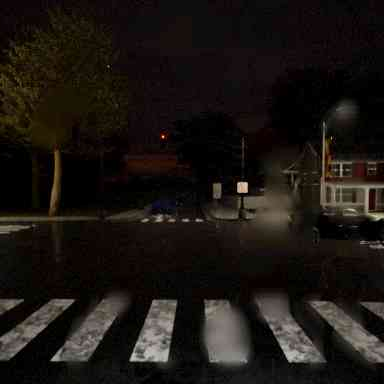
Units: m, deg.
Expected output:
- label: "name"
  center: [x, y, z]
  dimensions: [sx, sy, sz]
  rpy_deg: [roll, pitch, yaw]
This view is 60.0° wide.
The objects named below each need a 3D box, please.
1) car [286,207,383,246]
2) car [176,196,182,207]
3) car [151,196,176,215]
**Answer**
- label: "car"
  center: [6.610, 1.432, 14.425]
  dimensions: [4.902, 1.511, 2.128]
  rpy_deg: [0, 2, 18]
- label: "car"
  center: [-2.927, 1.446, 48.699]
  dimensions: [1.837, 1.490, 4.892]
  rpy_deg: [0, 0, 0]
- label: "car"
  center: [-2.982, 1.442, 33.829]
  dimensions: [1.882, 1.535, 5.008]
  rpy_deg: [0, 1, 0]
